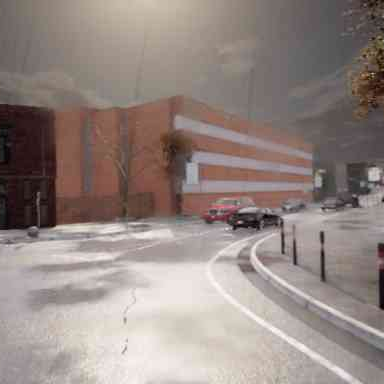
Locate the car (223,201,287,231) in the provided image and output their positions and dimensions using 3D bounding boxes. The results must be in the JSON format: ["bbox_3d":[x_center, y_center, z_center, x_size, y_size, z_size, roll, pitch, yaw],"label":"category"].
[{"bbox_3d":[4.219,1.606,21.635,1.882,1.535,5.008,-1,0,34],"label":"car"}]

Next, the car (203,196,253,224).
[{"bbox_3d":[3.060,1.393,26.034,2.150,2.045,5.566,-1,0,35],"label":"car"}]

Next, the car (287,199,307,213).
[{"bbox_3d":[11.990,1.559,38.744,2.128,1.511,4.902,-1,0,35],"label":"car"}]

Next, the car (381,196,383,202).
[{"bbox_3d":[31.832,0.882,50.421,5.566,2.045,2.435,-1,0,34],"label":"car"}]

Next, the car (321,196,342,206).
[{"bbox_3d":[22.732,1.487,54.044,2.033,1.411,5.357,-1,0,35],"label":"car"}]

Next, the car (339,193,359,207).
[{"bbox_3d":[22.805,1.125,48.456,2.150,2.045,5.566,-1,0,35],"label":"car"}]

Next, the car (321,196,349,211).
[{"bbox_3d":[16.803,1.526,39.643,2.033,1.411,5.357,-1,0,35],"label":"car"}]
